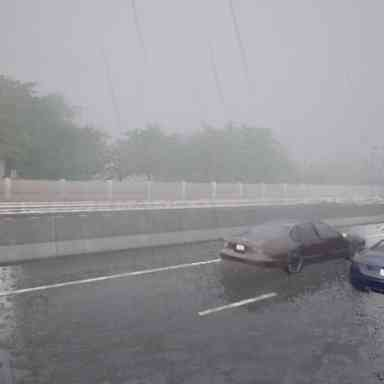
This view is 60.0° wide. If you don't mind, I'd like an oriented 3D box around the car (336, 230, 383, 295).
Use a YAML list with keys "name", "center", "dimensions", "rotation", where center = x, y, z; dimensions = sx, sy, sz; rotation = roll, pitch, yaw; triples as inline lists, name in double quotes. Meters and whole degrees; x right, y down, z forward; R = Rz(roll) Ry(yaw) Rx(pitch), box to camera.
- name: "car"
  center: [5.485, 1.562, 7.661]
  dimensions: [4.181, 1.385, 1.994]
  rotation: [0, 0, -36]

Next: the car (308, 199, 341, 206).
- name: "car"
  center: [16.558, 1.581, 41.595]
  dimensions: [4.718, 1.301, 1.895]
  rotation: [0, 0, -35]

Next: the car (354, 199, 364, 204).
- name: "car"
  center: [21.647, 1.534, 40.916]
  dimensions: [4.181, 1.385, 1.994]
  rotation: [0, 0, -35]

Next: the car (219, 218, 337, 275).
- name: "car"
  center: [3.344, 1.546, 10.433]
  dimensions: [5.357, 1.411, 2.033]
  rotation: [0, 0, -36]

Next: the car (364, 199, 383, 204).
- name: "car"
  center: [21.566, 1.468, 36.569]
  dimensions: [4.902, 1.511, 2.128]
  rotation: [0, 0, -35]
